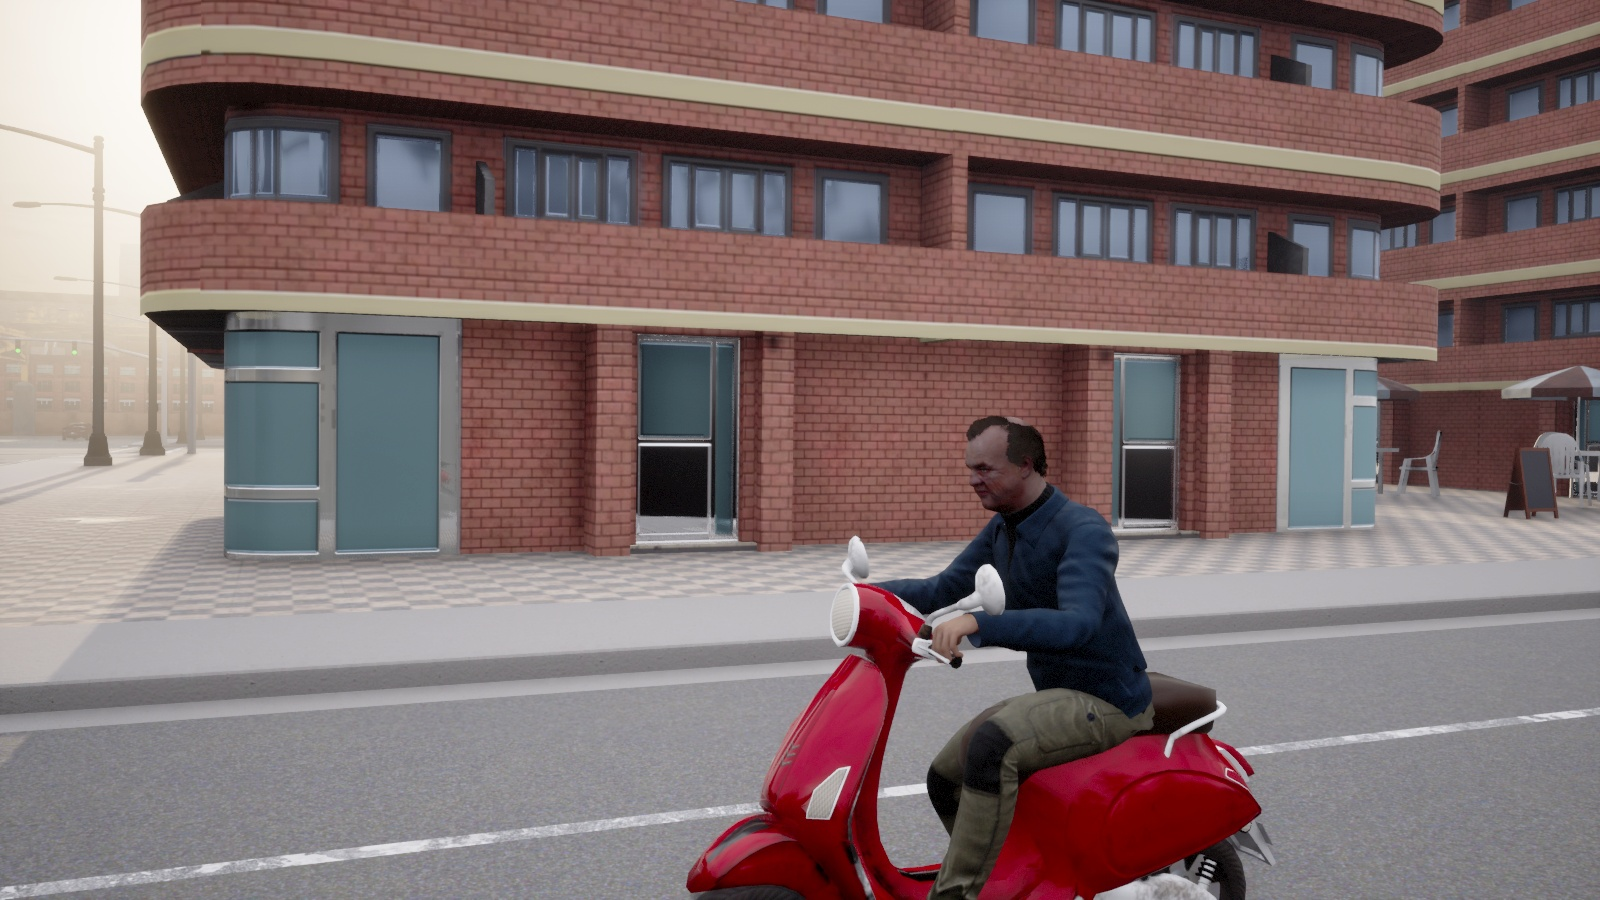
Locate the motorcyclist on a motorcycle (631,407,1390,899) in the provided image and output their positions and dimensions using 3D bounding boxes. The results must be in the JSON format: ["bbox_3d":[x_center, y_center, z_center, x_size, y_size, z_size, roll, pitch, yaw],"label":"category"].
[{"bbox_3d":[0.546,0.691,3.382,1.817,1.590,0.866,-1,1,-21],"label":"motorcyclist on a motorcycle"}]
